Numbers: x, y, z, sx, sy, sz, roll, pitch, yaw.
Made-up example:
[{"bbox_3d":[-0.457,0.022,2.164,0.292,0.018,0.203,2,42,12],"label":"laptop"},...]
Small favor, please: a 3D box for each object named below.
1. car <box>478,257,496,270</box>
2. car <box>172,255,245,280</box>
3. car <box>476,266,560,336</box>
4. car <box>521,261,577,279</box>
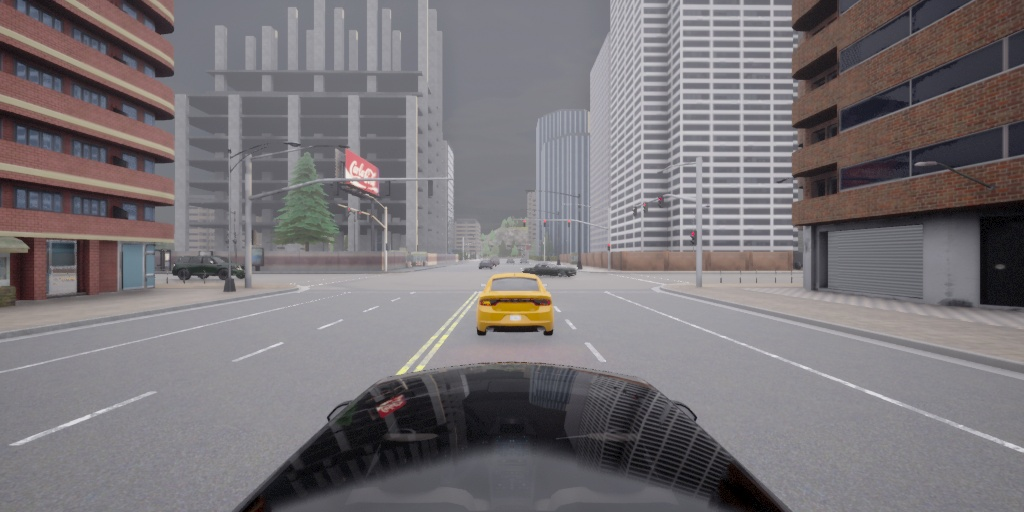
[{"bbox_3d":[-3.863,1.298,52.784,2.033,1.411,5.357,0,0,0],"label":"car"},{"bbox_3d":[-25.304,0.972,30.302,5.566,2.045,2.150,0,0,-1],"label":"car"},{"bbox_3d":[0.065,1.228,10.468,1.882,1.535,5.008,0,0,0],"label":"car"},{"bbox_3d":[3.520,1.351,33.124,4.718,1.301,1.895,0,0,31],"label":"car"}]
